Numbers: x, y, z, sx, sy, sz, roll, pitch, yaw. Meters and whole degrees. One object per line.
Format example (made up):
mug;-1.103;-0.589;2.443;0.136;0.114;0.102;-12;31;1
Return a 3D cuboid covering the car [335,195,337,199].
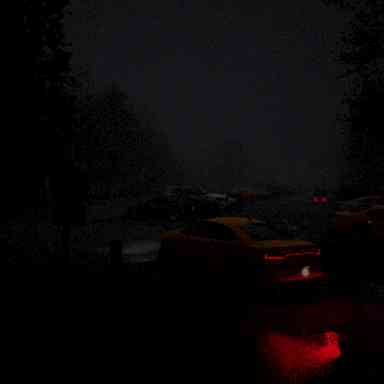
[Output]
car;11.011;1.123;19.243;4.792;1.488;2.163;1;3;24

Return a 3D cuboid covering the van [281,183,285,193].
van;11.830;-0.508;52.355;4.442;1.987;1.878;1;2;24

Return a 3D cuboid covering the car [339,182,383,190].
car;15.635;0.387;29.289;5.566;2.045;2.435;1;3;24

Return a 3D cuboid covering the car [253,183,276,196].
car;8.281;-0.004;44.832;4.892;1.521;2.231;1;3;24

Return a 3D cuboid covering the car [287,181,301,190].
car;19.573;-0.920;70.178;5.366;1.575;1.946;1;2;24

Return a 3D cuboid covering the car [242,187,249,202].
car;2.569;0.546;32.206;4.892;1.521;2.231;1;3;24

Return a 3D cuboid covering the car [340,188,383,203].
car;19.117;0.329;36.977;4.792;1.488;2.163;1;3;24

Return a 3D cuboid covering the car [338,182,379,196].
car;25.868;-0.507;51.998;5.566;2.045;2.435;1;2;24

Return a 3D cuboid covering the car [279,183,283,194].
car;10.604;-0.164;49.873;4.792;1.488;2.163;1;2;24

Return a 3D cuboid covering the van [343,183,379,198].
van;23.714;-0.300;46.896;4.442;1.987;1.878;1;2;24

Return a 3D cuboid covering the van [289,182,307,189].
van;28.794;-1.787;90.347;4.442;1.987;1.878;1;1;24

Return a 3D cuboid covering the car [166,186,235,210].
car;0.297;0.523;27.133;5.566;2.045;2.435;1;3;24

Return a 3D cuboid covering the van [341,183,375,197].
van;24.645;-0.393;49.514;4.442;1.987;1.878;1;2;24

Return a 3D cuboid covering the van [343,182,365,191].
van;36.340;-1.292;74.749;4.442;1.987;1.878;1;2;24

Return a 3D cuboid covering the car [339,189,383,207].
car;16.727;0.553;31.845;4.792;1.488;2.163;1;3;24

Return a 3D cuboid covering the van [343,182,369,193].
van;31.768;-0.933;64.662;4.442;1.987;1.878;1;2;24

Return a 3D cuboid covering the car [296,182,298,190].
car;17.457;-0.733;65.045;4.892;1.521;2.231;1;2;24

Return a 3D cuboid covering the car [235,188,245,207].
car;1.587;0.659;29.605;5.366;1.575;1.946;1;3;24

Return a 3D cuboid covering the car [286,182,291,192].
car;13.988;-0.435;57.479;4.792;1.488;2.163;1;2;24

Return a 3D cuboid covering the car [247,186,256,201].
car;3.540;0.425;34.810;5.366;1.575;1.946;1;3;24

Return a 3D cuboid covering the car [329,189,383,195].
car;13.155;0.860;24.348;5.366;1.575;1.946;1;3;24

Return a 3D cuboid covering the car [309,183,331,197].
car;18.363;-0.083;47.346;2.128;1.511;4.902;1;2;24

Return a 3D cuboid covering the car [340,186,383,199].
car;22.469;0.014;44.428;5.008;1.535;2.097;1;2;24

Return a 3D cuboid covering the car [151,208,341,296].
car;0.905;1.379;8.522;1.882;1.535;5.008;2;-1;-31

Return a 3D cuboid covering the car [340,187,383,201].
car;20.206;0.232;39.379;4.792;1.488;2.163;1;2;24

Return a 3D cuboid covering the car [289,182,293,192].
car;15.134;-0.525;60.006;4.792;1.488;2.163;1;2;24

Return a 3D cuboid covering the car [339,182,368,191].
car;35.065;-1.230;72.286;5.566;2.045;2.435;1;2;24

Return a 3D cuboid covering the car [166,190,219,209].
car;-0.869;0.887;24.627;5.008;1.535;2.097;1;3;24

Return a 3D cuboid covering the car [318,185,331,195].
car;22.612;-0.431;56.719;1.882;1.535;5.008;1;2;24

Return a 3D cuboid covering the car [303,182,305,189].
car;23.174;-1.185;77.686;5.008;1.535;2.097;1;2;24

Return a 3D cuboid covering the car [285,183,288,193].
car;12.842;-0.345;54.952;4.792;1.488;2.163;1;2;24

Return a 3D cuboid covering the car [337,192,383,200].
car;9.975;1.077;16.804;4.553;1.767;2.185;1;3;24

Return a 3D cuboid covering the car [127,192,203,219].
car;-2.046;1.031;22.116;4.792;1.488;2.163;1;3;24

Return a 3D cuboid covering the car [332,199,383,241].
car;8.798;1.316;14.303;5.008;1.535;2.097;1;3;24

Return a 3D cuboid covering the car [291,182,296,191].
car;16.137;-0.650;62.597;5.366;1.575;1.946;1;2;24

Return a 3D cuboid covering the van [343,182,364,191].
van;37.431;-1.378;77.157;4.442;1.987;1.878;1;2;24

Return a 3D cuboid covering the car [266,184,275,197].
car;7.313;0.097;42.234;5.366;1.575;1.946;1;3;24

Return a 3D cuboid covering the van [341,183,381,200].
van;21.217;-0.120;41.931;4.442;1.987;1.878;1;2;24

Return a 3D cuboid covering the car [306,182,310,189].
car;26.642;-1.705;85.245;5.566;2.045;2.435;1;2;24

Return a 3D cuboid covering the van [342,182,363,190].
van;38.417;-1.475;79.896;4.442;1.987;1.878;1;2;24

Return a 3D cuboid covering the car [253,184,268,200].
car;5.881;0.194;39.973;5.366;1.575;1.946;1;3;24

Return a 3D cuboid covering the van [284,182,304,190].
van;25.364;-1.592;82.778;4.442;1.987;1.878;1;2;24

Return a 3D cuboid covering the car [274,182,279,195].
car;9.462;-0.227;47.342;4.553;1.767;2.185;1;2;24
